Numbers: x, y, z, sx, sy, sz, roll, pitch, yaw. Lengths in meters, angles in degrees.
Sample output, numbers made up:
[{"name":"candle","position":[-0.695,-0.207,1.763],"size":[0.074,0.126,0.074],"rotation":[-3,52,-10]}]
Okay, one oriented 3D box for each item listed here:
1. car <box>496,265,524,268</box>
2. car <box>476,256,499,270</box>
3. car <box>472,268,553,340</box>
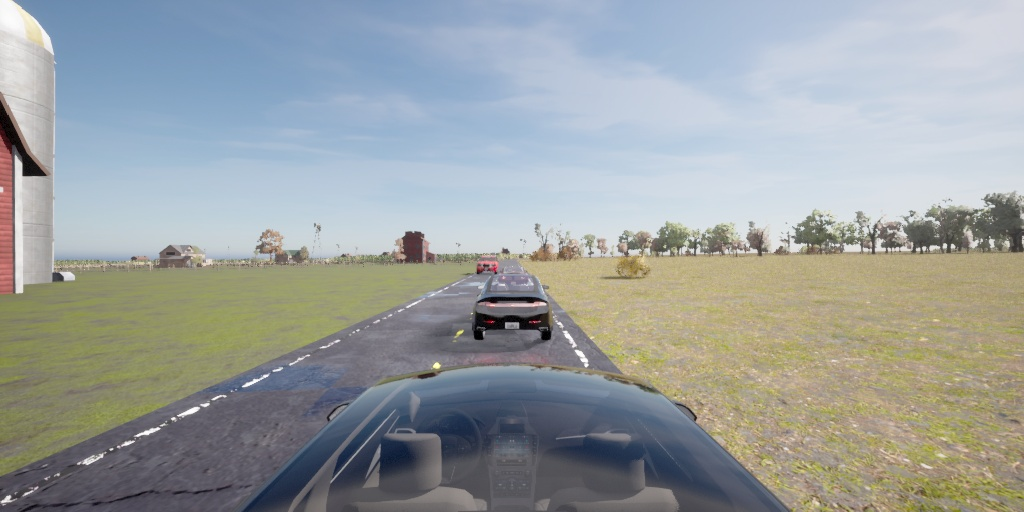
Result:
[{"name":"car","position":[0.105,1.357,24.154],"size":[1.895,1.301,4.718],"rotation":[0,0,1]},{"name":"car","position":[-2.645,0.963,39.627],"size":[2.150,2.045,5.566],"rotation":[1,0,0]},{"name":"car","position":[0.030,1.243,9.920],"size":[2.128,1.511,4.902],"rotation":[0,0,1]}]
